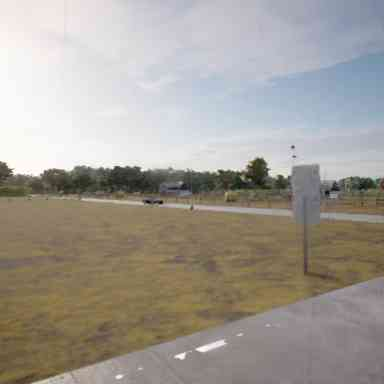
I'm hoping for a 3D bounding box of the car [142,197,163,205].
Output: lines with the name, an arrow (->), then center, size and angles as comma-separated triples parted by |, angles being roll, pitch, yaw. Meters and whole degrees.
car -> -6.856, 1.594, 58.373 | 1.895, 1.301, 4.718 | -1, 1, -35
